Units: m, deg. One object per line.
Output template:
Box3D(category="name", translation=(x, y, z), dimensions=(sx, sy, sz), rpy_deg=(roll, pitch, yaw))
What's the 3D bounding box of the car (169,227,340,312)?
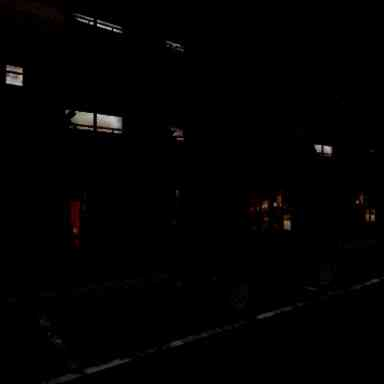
Box3D(category="car", translation=(1.584, 1.544, 7.690), dimensions=(4.507, 1.381, 1.887), rpy_deg=(0, 0, -36))
